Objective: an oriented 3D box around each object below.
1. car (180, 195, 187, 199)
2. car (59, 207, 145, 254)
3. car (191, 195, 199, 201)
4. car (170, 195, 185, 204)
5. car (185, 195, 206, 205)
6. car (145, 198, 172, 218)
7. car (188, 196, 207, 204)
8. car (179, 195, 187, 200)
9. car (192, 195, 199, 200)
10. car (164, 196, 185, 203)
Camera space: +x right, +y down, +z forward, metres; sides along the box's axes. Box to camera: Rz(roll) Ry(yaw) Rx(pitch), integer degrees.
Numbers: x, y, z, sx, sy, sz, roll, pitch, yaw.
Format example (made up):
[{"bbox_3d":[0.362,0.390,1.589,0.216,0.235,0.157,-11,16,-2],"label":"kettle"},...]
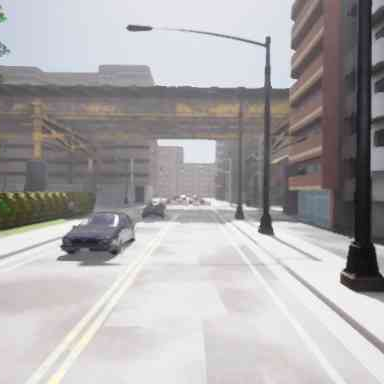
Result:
[{"bbox_3d":[-2.497,1.386,94.647,1.853,1.218,4.536,1,0,0],"label":"car"},{"bbox_3d":[-3.497,1.519,13.587,2.033,1.411,5.357,1,0,1],"label":"car"},{"bbox_3d":[0.860,1.577,86.044,2.038,1.542,4.974,1,0,0],"label":"car"},{"bbox_3d":[-3.153,1.489,59.788,2.038,1.542,4.974,1,0,25],"label":"car"},{"bbox_3d":[1.004,1.545,59.445,2.038,1.542,4.974,1,0,-20],"label":"car"},{"bbox_3d":[-3.261,1.557,30.089,2.033,1.411,5.357,1,0,0],"label":"car"},{"bbox_3d":[0.988,1.387,59.494,1.853,1.218,4.536,1,0,-20],"label":"car"},{"bbox_3d":[-2.499,1.544,94.594,2.038,1.542,4.974,1,0,0],"label":"car"},{"bbox_3d":[0.862,1.420,86.096,1.853,1.218,4.536,1,0,0],"label":"car"},{"bbox_3d":[-3.130,1.332,59.835,1.853,1.218,4.536,1,0,25],"label":"car"}]
